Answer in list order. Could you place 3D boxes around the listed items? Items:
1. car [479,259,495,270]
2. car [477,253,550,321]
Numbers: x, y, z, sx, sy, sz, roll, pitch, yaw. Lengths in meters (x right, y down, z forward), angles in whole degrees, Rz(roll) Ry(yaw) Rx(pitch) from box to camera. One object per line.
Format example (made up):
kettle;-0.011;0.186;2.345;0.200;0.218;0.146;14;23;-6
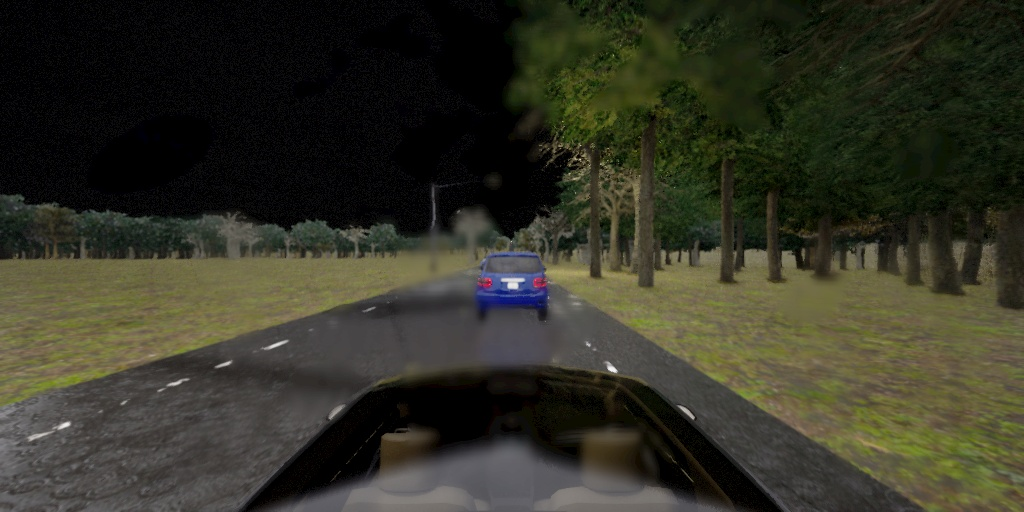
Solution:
car;-3.556;1.154;51.651;1.882;1.535;5.008;0;0;0
car;0.061;0.940;12.466;2.150;2.045;5.566;0;-1;1
